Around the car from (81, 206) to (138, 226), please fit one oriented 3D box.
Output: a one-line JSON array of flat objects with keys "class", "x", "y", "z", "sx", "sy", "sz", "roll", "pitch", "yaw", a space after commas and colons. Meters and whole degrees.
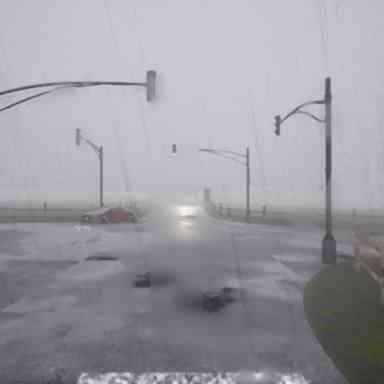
[{"class": "car", "x": -6.030, "y": 1.729, "z": 24.643, "sx": 1.994, "sy": 1.385, "sz": 4.181, "roll": 1, "pitch": -1, "yaw": 40}]
